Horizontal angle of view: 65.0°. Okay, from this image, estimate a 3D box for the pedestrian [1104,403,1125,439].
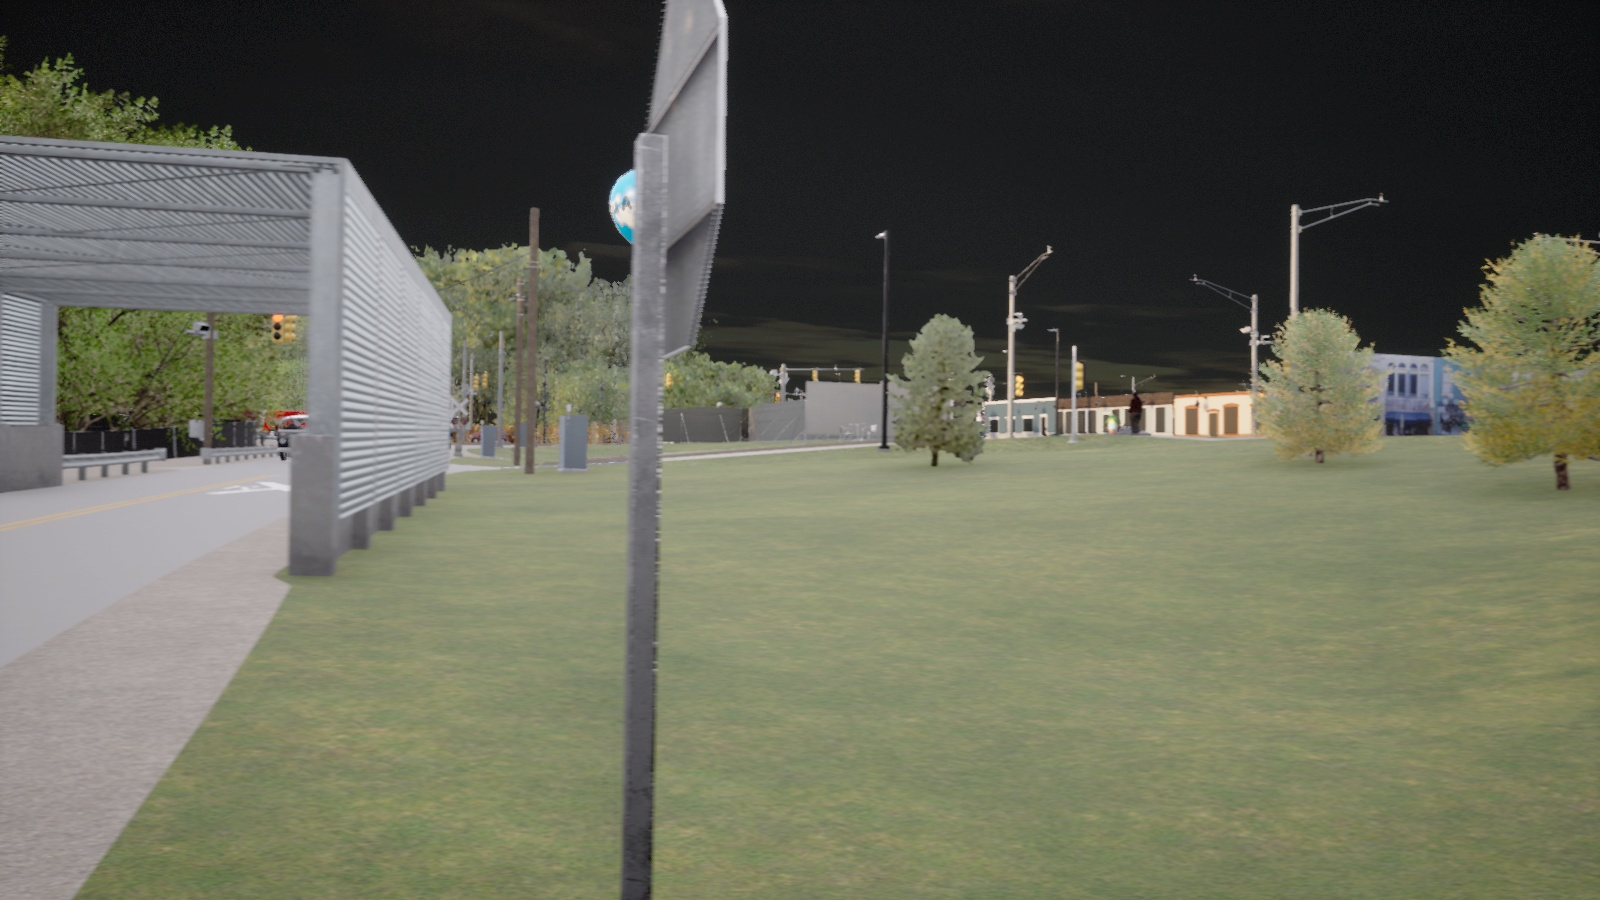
[{"bbox_3d":[17.103,-1.579,68.314,0.873,1.952,0.659,0,-1,-20],"label":"pedestrian"}]

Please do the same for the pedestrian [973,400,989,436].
[{"bbox_3d":[9.452,-1.658,65.525,0.706,1.836,0.354,0,-1,-15],"label":"pedestrian"}]

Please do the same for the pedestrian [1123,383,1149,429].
[{"bbox_3d":[14.117,-1.838,52.781,0.634,1.844,0.899,0,-1,-19],"label":"pedestrian"}]

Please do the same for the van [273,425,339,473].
[{"bbox_3d":[-21.906,-0.056,55.871,2.069,2.038,4.480,0,1,-13],"label":"van"}]

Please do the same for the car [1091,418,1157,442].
[{"bbox_3d":[20.149,-1.205,78.259,1.994,1.385,4.181,0,-1,-19],"label":"car"}]
